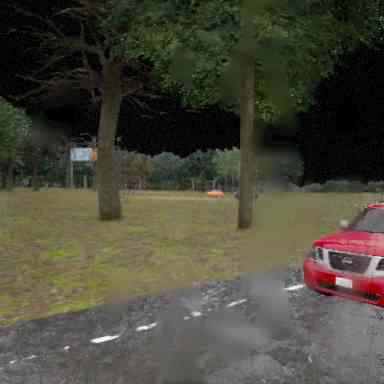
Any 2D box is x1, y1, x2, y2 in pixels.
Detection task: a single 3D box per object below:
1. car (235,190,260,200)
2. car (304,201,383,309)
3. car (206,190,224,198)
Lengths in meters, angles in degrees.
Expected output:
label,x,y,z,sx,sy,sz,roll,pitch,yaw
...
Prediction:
label,x,y,z,sx,sy,sz,roll,pitch,yaw
car,11.270,0.511,67.752,2.150,2.045,5.566,2,0,-36
car,4.899,1.227,7.443,5.566,2.045,2.150,0,0,-36
car,5.211,0.335,76.152,2.097,1.767,4.553,2,0,-36
